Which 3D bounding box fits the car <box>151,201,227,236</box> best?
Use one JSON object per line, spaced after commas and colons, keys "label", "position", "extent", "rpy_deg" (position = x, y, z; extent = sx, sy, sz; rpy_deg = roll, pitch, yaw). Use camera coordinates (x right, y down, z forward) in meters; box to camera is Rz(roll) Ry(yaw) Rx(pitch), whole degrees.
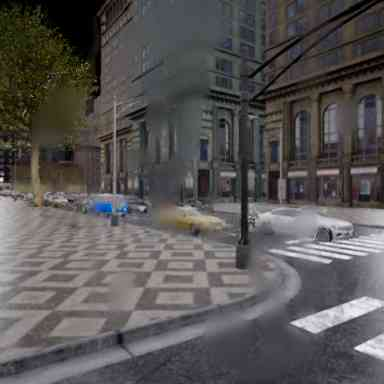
{"label": "car", "position": [-0.117, 1.404, 17.846], "extent": [1.752, 1.417, 4.829], "rpy_deg": [1, 0, -35]}

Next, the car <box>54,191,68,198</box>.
{"label": "car", "position": [-28.931, 0.598, 73.372], "extent": [1.887, 1.381, 4.507], "rpy_deg": [1, 0, -35]}

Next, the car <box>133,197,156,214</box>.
{"label": "car", "position": [-5.637, 1.224, 30.256], "extent": [2.128, 1.511, 4.902], "rpy_deg": [0, 1, -35]}

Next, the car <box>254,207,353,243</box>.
{"label": "car", "position": [5.199, 1.450, 16.001], "extent": [1.812, 1.442, 4.674], "rpy_deg": [0, 1, -45]}

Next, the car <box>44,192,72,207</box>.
{"label": "car", "position": [-16.334, 1.057, 40.789], "extent": [1.752, 1.417, 4.829], "rpy_deg": [1, 0, -35]}

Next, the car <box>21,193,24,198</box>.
{"label": "car", "position": [-26.161, 0.836, 54.688], "extent": [2.008, 1.369, 4.403], "rpy_deg": [1, 0, -35]}

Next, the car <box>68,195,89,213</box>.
{"label": "car", "position": [-9.945, 1.236, 31.750], "extent": [2.008, 1.369, 4.403], "rpy_deg": [1, 0, -35]}

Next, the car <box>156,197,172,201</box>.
{"label": "car", "position": [-2.988, 1.234, 36.679], "extent": [1.887, 1.381, 4.507], "rpy_deg": [1, 0, -35]}

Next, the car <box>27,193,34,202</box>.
{"label": "car", "position": [-22.918, 0.917, 50.101], "extent": [2.008, 1.369, 4.403], "rpy_deg": [1, 0, -35]}

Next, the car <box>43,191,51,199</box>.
{"label": "car", "position": [-19.675, 0.998, 45.514], "extent": [2.008, 1.369, 4.403], "rpy_deg": [1, 0, -35]}

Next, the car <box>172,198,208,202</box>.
{"label": "car", "position": [0.254, 1.325, 32.092], "extent": [1.947, 1.339, 4.313], "rpy_deg": [1, 0, -35]}

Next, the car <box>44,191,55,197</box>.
{"label": "car", "position": [-35.417, 0.482, 82.545], "extent": [1.802, 1.307, 4.206], "rpy_deg": [1, 0, -35]}

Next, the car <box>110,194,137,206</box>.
{"label": "car", "position": [-9.475, 1.084, 45.855], "extent": [2.008, 1.369, 4.403], "rpy_deg": [1, 0, -35]}

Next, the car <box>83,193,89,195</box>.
{"label": "car", "position": [-15.961, 0.921, 55.028], "extent": [2.008, 1.369, 4.403], "rpy_deg": [1, 0, -35]}

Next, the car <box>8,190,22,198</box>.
{"label": "car", "position": [-35.887, 0.490, 68.447], "extent": [1.967, 1.590, 4.097], "rpy_deg": [1, 0, -35]}

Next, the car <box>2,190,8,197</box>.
{"label": "car", "position": [-42.373, 0.337, 77.621], "extent": [1.967, 1.590, 4.097], "rpy_deg": [1, 0, -35]}

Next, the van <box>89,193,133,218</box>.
{"label": "van", "position": [-6.700, 1.097, 27.163], "extent": [1.690, 1.788, 3.998], "rpy_deg": [1, 0, -35]}

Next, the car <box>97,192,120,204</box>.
{"label": "car", "position": [-12.716, 0.891, 50.441], "extent": [1.967, 1.590, 4.097], "rpy_deg": [1, 0, -35]}
